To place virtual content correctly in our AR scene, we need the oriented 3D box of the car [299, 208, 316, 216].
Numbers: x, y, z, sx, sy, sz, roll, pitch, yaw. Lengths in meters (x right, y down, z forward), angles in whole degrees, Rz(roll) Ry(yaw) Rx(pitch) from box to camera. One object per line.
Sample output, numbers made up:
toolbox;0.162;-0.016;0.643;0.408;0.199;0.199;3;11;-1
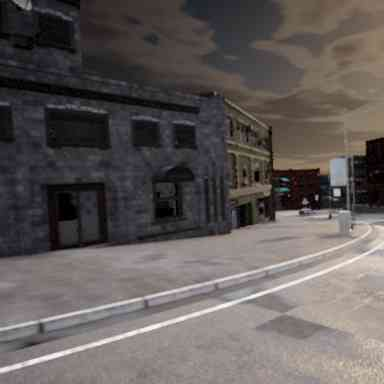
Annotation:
car;21.420;3.713;62.141;1.812;1.442;4.674;-3;-3;-1
